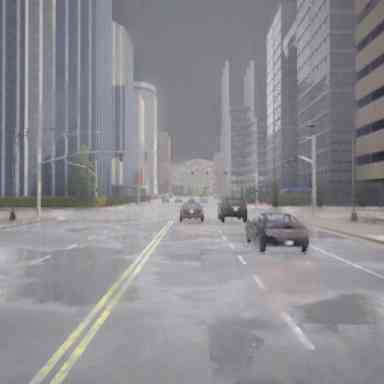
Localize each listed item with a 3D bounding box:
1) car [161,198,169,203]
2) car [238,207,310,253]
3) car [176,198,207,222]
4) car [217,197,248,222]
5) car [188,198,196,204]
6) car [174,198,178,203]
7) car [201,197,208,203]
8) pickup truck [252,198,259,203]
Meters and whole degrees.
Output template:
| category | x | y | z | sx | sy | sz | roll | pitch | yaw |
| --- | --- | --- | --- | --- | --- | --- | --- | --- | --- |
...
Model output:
| category | x | y | z | sx | sy | sz | roll | pitch | yaw |
| --- | --- | --- | --- | --- | --- | --- | --- | --- | --- |
| car | -7.114 | 2.333 | 89.091 | 1.837 | 1.490 | 4.892 | 0 | -1 | 0 |
| car | 3.486 | 1.627 | 14.308 | 2.128 | 1.511 | 4.902 | 0 | 0 | 0 |
| car | -0.050 | 1.623 | 29.084 | 2.097 | 1.767 | 4.553 | 0 | -1 | 0 |
| car | 3.464 | 1.489 | 29.035 | 2.150 | 2.045 | 5.566 | 0 | 0 | 0 |
| car | -0.116 | 2.348 | 90.945 | 2.128 | 1.511 | 4.902 | 0 | -1 | 0 |
| car | -3.614 | 2.386 | 89.095 | 1.994 | 1.385 | 4.181 | 0 | -1 | 0 |
| car | 3.383 | 2.435 | 91.290 | 1.895 | 1.301 | 4.718 | 0 | -1 | 0 |
| pickup truck | 16.509 | 1.881 | 87.922 | 2.390 | 2.098 | 6.274 | 0 | -1 | 30 |
